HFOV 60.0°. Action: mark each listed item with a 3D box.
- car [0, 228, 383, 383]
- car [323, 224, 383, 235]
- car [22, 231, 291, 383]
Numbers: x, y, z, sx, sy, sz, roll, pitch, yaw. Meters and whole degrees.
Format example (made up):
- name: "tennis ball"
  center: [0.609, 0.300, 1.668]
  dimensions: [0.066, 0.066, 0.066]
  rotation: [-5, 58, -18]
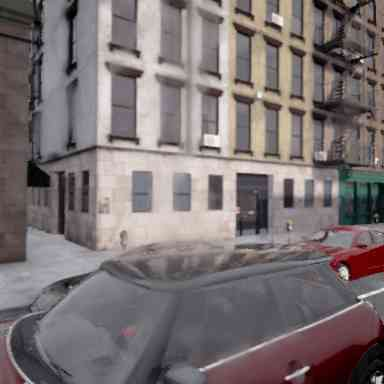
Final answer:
- name: "car"
  center: [-0.259, 1.363, 2.883]
  dimensions: [4.553, 1.767, 2.097]
  rotation: [0, 0, -36]
- name: "car"
  center: [4.170, 1.612, 9.184]
  dimensions: [4.507, 1.381, 1.887]
  rotation: [1, 0, -36]
- name: "car"
  center: [-0.445, 1.590, 5.876]
  dimensions: [4.313, 1.339, 1.947]
  rotation: [1, 0, -36]
